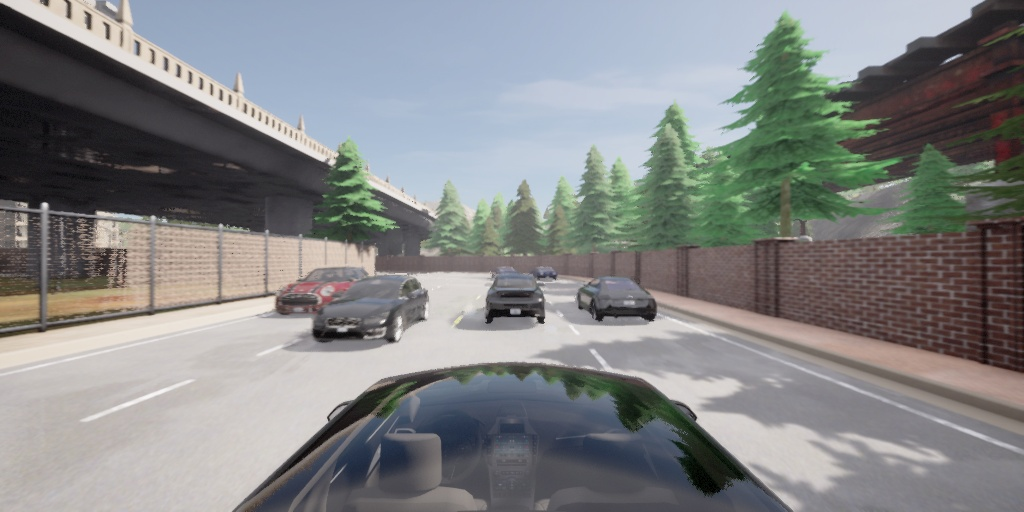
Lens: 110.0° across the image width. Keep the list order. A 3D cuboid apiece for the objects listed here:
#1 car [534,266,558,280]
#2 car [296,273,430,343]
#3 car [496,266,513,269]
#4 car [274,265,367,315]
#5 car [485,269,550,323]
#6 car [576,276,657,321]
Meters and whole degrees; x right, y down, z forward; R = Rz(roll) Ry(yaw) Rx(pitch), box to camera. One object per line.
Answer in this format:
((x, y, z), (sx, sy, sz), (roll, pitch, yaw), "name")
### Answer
((2.917, 1.670, 35.043), (1.895, 1.301, 4.718), (0, -1, -9), "car")
((-3.601, 1.334, 10.035), (1.837, 1.490, 4.892), (0, -1, 0), "car")
((-0.812, 1.669, 35.010), (1.895, 1.301, 4.718), (0, -1, -12), "car")
((-7.103, 1.221, 14.164), (2.097, 1.767, 4.553), (0, -1, 0), "car")
((0.100, 1.359, 12.604), (1.837, 1.490, 4.892), (0, -1, 0), "car")
((3.600, 1.422, 13.005), (1.994, 1.385, 4.181), (0, -1, 0), "car")
